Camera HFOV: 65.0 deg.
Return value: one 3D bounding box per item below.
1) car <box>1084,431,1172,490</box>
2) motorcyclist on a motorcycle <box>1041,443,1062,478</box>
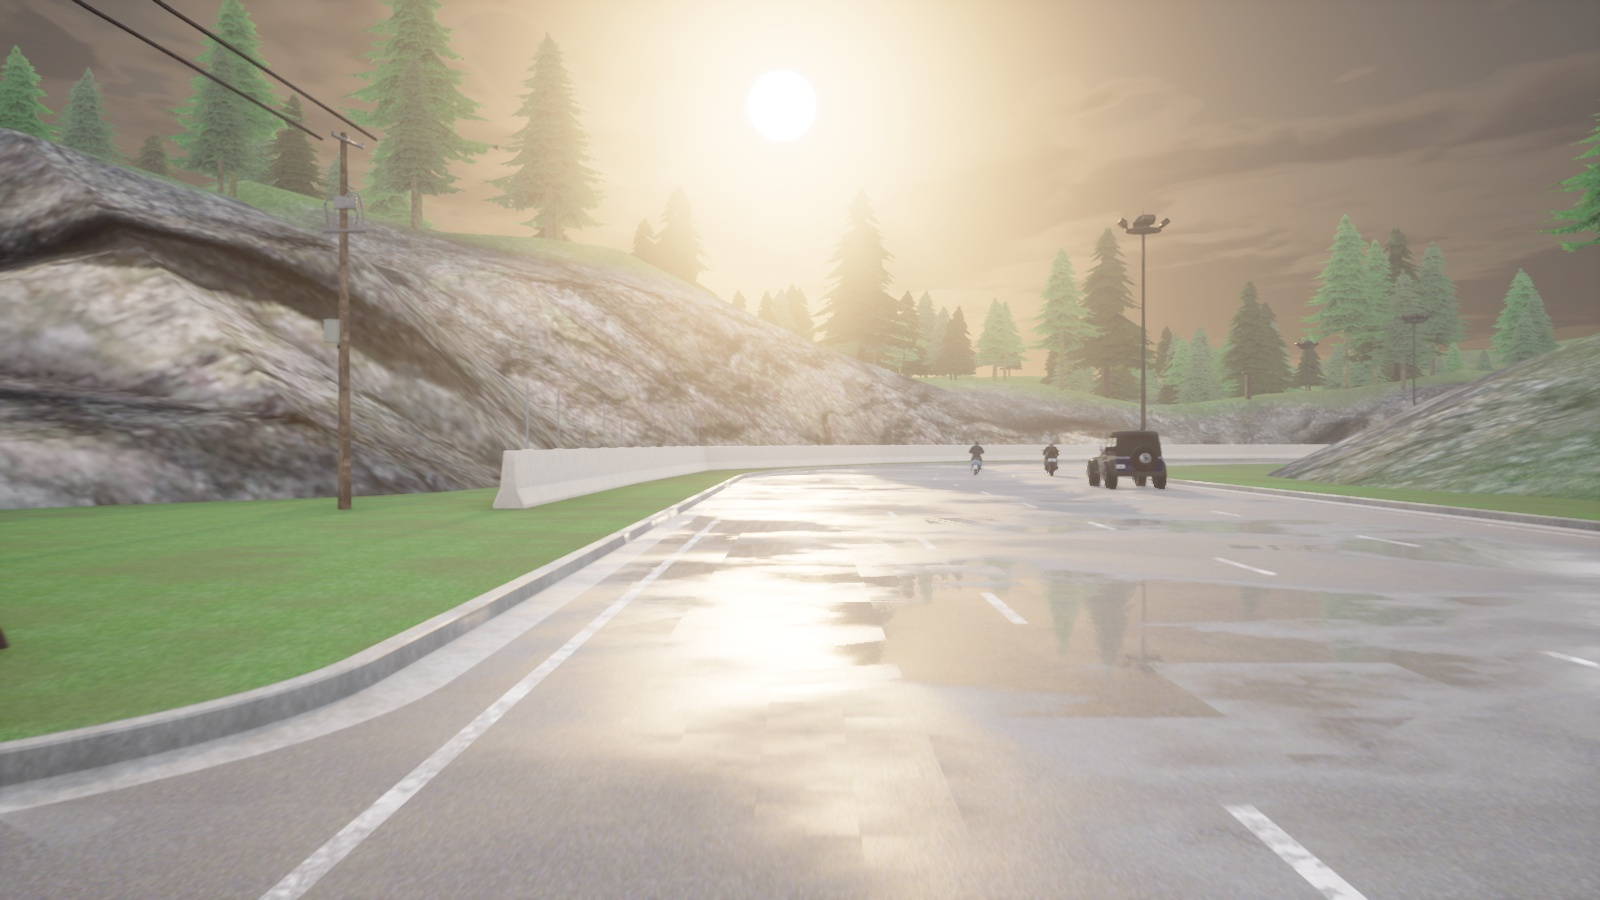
[{"bbox_3d":[10.751,0.318,41.399,1.905,1.878,3.866,0,0,0],"label":"car"},{"bbox_3d":[11.438,0.468,57.187,0.866,1.530,2.191,1,1,9],"label":"motorcyclist on a motorcycle"}]
